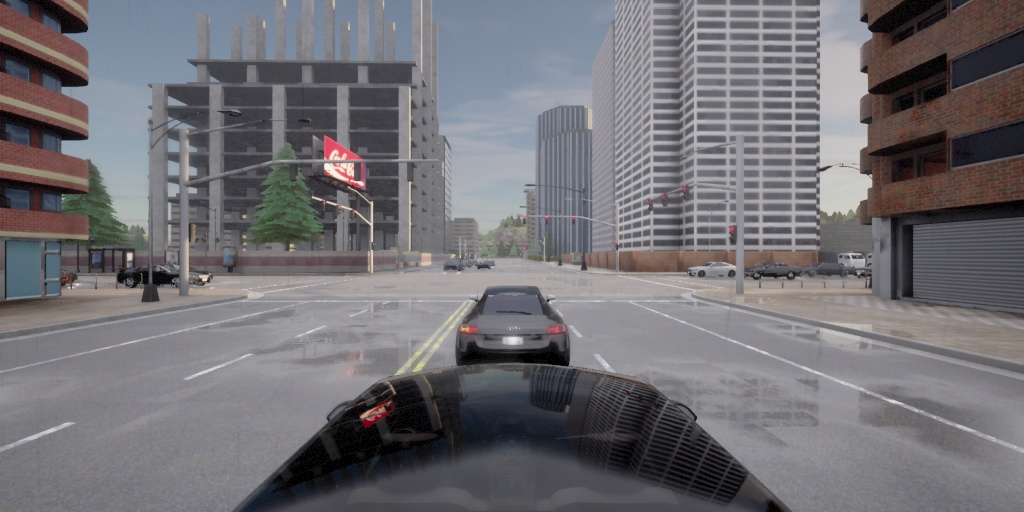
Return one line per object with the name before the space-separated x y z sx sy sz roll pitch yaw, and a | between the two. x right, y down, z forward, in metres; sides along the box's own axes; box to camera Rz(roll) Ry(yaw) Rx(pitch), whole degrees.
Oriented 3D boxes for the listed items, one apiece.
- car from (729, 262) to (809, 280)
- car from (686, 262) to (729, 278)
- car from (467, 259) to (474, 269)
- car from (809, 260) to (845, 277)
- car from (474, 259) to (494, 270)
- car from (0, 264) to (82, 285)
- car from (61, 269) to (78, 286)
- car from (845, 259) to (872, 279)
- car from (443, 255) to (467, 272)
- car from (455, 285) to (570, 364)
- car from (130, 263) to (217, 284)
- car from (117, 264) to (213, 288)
car | 21.853 1.241 30.638 4.902 1.511 2.128 0 0 -1
car | 19.089 1.276 34.078 4.674 1.442 1.812 0 0 -1
car | -7.610 1.241 58.008 2.128 1.511 4.902 0 0 0
car | 29.671 1.297 34.247 5.357 1.411 2.033 0 0 -1
car | -4.063 1.351 52.332 1.895 1.301 4.718 0 0 0
car | -34.594 1.314 26.109 4.181 1.385 1.994 0 0 -1
car | -31.113 1.102 22.657 4.553 1.767 2.097 0 0 -1
car | 32.227 1.241 30.776 4.902 1.511 2.128 0 0 -1
car | -7.512 1.102 46.190 2.097 1.767 4.553 0 0 -1
car | 0.011 1.314 7.691 1.994 1.385 4.181 0 0 0
car | -24.691 1.276 26.270 4.674 1.442 1.812 0 0 -1
car | -22.011 1.241 22.787 4.902 1.511 2.128 0 0 -1
